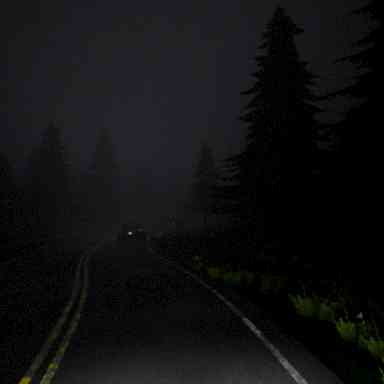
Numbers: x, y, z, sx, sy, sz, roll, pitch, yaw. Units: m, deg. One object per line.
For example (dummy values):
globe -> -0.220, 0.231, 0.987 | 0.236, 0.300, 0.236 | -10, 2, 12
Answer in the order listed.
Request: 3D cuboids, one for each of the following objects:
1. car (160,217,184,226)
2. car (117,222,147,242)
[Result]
car -> -2.461, 3.946, 42.139 | 2.097, 1.767, 4.553 | 0, -4, 15
car -> -4.385, 2.938, 24.839 | 1.994, 1.385, 4.181 | 0, -4, -4
